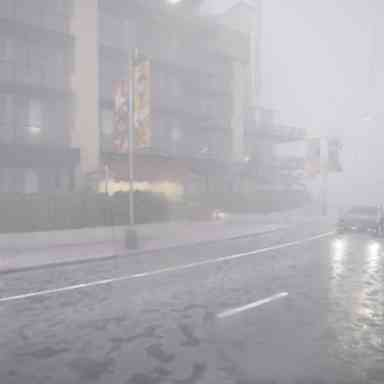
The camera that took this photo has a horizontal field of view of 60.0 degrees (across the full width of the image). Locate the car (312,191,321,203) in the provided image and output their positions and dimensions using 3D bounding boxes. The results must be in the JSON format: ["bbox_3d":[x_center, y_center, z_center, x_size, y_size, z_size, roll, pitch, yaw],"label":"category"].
[{"bbox_3d":[20.243,0.978,60.516,2.150,2.045,5.566,0,0,-19],"label":"car"}]

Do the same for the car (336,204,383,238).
[{"bbox_3d":[8.952,1.401,17.181,1.837,1.490,4.892,0,0,39],"label":"car"}]

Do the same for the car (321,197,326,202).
[{"bbox_3d":[23.299,1.269,63.935,1.895,1.301,4.718,0,0,-26],"label":"car"}]
